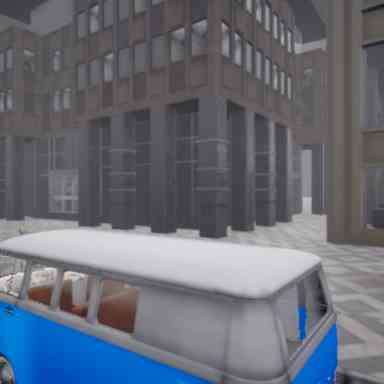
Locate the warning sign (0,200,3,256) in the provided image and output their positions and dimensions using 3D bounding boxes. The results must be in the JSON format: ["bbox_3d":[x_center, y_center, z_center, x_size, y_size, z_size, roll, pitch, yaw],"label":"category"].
[{"bbox_3d":[-7.129,1.188,10.873,1.060,1.860,1.300,0,0,35],"label":"warning sign"}]

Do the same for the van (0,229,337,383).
[{"bbox_3d":[-0.634,1.356,3.411,3.998,1.788,1.690,0,0,35],"label":"van"}]
